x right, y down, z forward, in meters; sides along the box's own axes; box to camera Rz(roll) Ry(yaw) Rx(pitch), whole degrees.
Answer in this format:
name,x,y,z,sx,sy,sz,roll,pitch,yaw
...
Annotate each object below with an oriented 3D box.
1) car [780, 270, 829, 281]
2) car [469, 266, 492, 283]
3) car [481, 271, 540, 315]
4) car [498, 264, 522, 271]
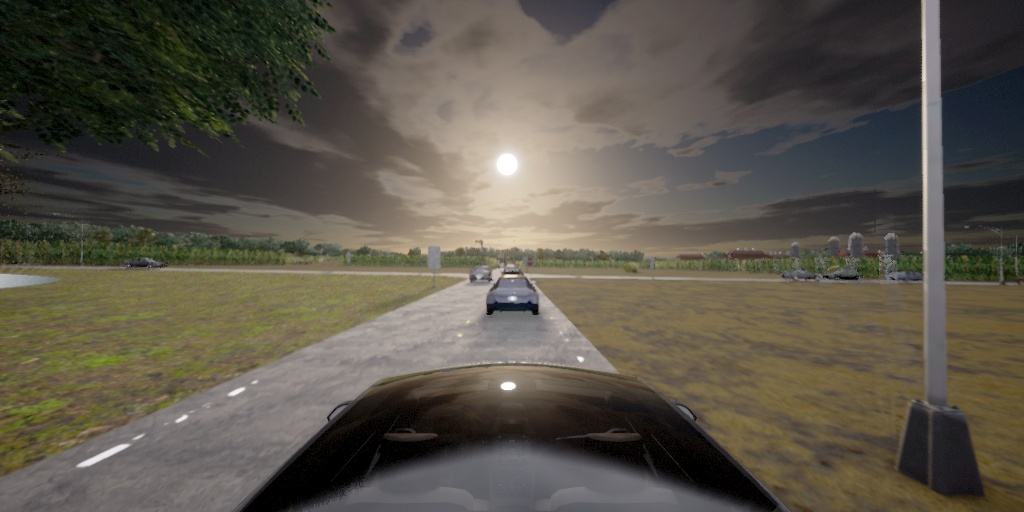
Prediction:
name,x,y,z,sx,sy,sz,roll,pitch,yaw
car,39.106,2.618,48.454,4.902,1.511,2.128,1,-1,0
car,-2.790,1.657,33.093,2.128,1.511,4.902,0,-1,0
car,0.046,1.463,14.439,1.994,1.385,4.181,0,-1,1
car,0.046,1.606,28.963,1.837,1.490,4.892,0,-1,0
